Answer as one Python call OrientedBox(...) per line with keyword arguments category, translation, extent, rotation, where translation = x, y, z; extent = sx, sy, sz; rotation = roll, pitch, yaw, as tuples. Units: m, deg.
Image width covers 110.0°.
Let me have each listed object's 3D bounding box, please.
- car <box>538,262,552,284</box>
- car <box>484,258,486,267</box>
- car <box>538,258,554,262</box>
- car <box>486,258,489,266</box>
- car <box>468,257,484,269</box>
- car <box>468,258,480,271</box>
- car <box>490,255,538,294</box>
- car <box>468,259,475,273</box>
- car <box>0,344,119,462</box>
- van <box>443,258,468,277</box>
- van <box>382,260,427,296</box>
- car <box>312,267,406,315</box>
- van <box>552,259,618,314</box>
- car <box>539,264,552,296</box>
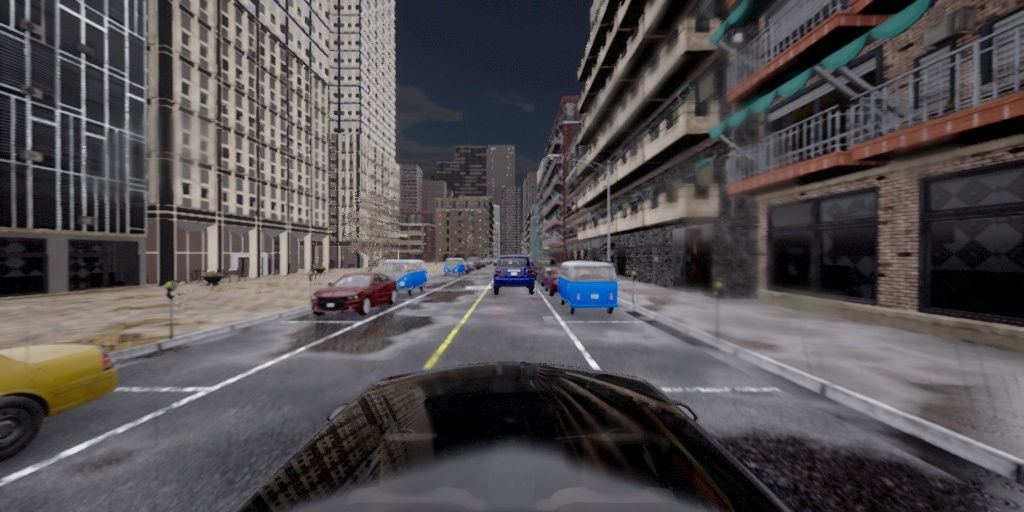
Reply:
OrientedBox(category="car", translation=(2.694, 1.299, 24.543), extent=(2.007, 1.370, 4.403), rotation=(0, 0, 0))
OrientedBox(category="car", translation=(-5.680, 1.346, 57.711), extent=(1.802, 1.307, 4.207), rotation=(0, 0, 0))
OrientedBox(category="car", translation=(2.694, 1.064, 30.072), extent=(2.192, 1.841, 5.009), rotation=(0, 0, 0))
OrientedBox(category="car", translation=(-5.679, 1.314, 63.239), extent=(1.888, 1.381, 4.507), rotation=(0, 0, 0))
OrientedBox(category="car", translation=(-5.681, 1.075, 52.184), extent=(2.192, 1.841, 5.009), rotation=(0, 0, 0))
OrientedBox(category="car", translation=(-5.682, 1.307, 46.657), extent=(2.007, 1.370, 4.403), rotation=(0, 0, 0))
OrientedBox(category="car", translation=(0.103, 0.969, 20.541), extent=(2.150, 2.045, 5.566), rotation=(0, 0, 0))
OrientedBox(category="car", translation=(-5.683, 1.336, 41.128), extent=(1.802, 1.307, 4.207), rotation=(0, 0, 0))
OrientedBox(category="car", translation=(-5.693, 1.275, 2.265), extent=(1.751, 1.417, 4.829), rotation=(0, 0, 0))
OrientedBox(category="van", translation=(-5.685, 1.092, 35.601), extent=(1.690, 1.789, 3.998), rotation=(0, 0, 0))
OrientedBox(category="van", translation=(-5.688, 1.089, 19.019), extent=(1.690, 1.789, 3.998), rotation=(0, 0, 0))
OrientedBox(category="car", translation=(-5.690, 1.294, 13.491), extent=(1.888, 1.381, 4.507), rotation=(0, 0, 0))
OrientedBox(category="van", translation=(2.691, 1.089, 13.488), extent=(1.690, 1.789, 3.998), rotation=(0, 0, 0))
OrientedBox(category="car", translation=(2.692, 1.293, 19.016), extent=(1.888, 1.381, 4.507), rotation=(0, 0, 0))
